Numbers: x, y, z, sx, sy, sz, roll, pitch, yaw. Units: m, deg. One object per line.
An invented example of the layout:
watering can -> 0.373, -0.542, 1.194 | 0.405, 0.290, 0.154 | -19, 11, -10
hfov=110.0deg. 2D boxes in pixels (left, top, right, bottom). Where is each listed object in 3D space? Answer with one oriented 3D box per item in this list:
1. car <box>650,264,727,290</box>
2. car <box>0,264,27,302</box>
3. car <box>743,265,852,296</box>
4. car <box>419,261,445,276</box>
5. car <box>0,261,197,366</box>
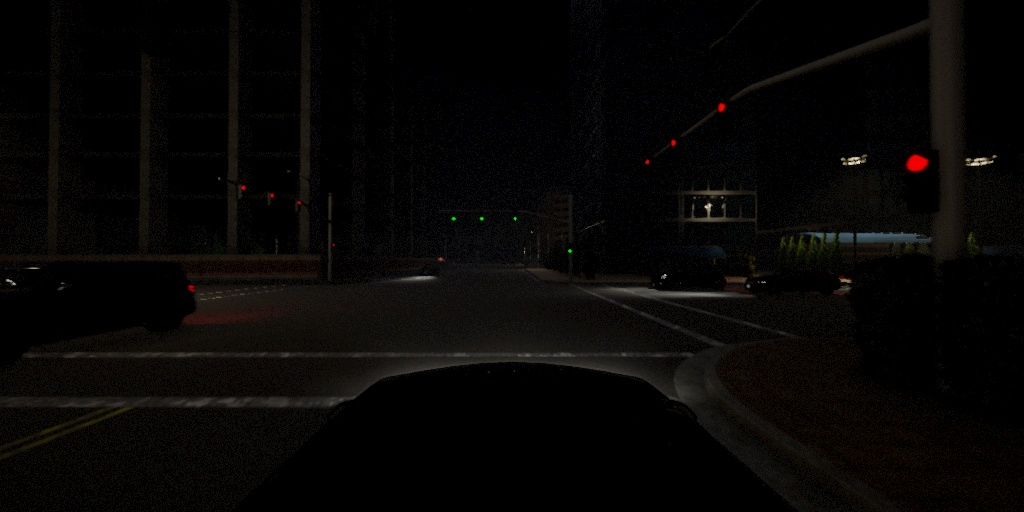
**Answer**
car -> 11.886, 1.382, 24.391 | 4.553, 1.767, 2.097 | 0, -1, 0
car -> -26.408, 1.287, 16.793 | 4.553, 1.767, 2.097 | 0, -1, 0
car -> 16.217, 1.475, 20.900 | 4.902, 1.511, 2.128 | 0, -1, 0
car -> -10.496, 1.842, 46.054 | 2.128, 1.511, 4.902 | 0, 0, 0
car -> -10.500, 1.134, 8.358 | 2.150, 2.045, 5.566 | 0, 0, 0
